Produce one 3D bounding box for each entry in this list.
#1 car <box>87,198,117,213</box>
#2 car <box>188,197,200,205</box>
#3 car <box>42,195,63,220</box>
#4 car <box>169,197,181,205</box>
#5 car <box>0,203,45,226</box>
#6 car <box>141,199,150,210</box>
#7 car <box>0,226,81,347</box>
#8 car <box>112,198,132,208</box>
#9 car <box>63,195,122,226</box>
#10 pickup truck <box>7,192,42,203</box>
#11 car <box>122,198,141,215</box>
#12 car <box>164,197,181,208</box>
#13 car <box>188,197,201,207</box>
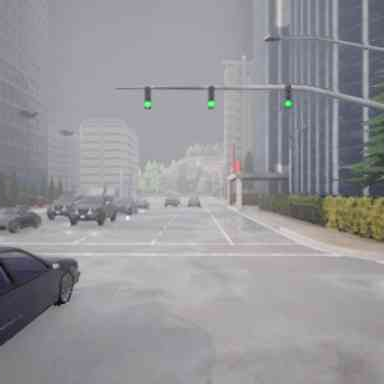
[{"bbox_3d":[-10.338,1.531,38.749,2.128,1.511,4.902,0,0,1],"label":"car"},{"bbox_3d":[0.424,1.608,60.660,2.033,1.411,5.357,0,0,1],"label":"car"},{"bbox_3d":[-10.467,1.251,28.802,2.150,2.045,5.566,0,0,1],"label":"car"},{"bbox_3d":[-3.076,1.587,60.679,1.812,1.442,4.674,0,0,1],"label":"car"},{"bbox_3d":[-10.562,1.584,19.467,1.994,1.385,4.181,0,0,1],"label":"car"},{"bbox_3d":[-6.735,1.608,44.023,1.994,1.385,4.181,0,0,1],"label":"car"},{"bbox_3d":[-3.403,1.553,5.009,2.033,1.411,5.357,0,0,0],"label":"car"},{"bbox_3d":[-10.189,1.613,48.728,1.994,1.385,4.181,0,0,1],"label":"car"},{"bbox_3d":[-7.023,1.246,24.228,2.150,2.045,5.566,0,0,1],"label":"car"},{"bbox_3d":[-23.339,1.106,45.685,2.390,2.098,6.274,0,0,31],"label":"pickup truck"},{"bbox_3d":[-6.909,1.387,33.978,2.097,1.767,4.553,0,0,1],"label":"car"},{"bbox_3d":[-3.163,1.556,50.510,1.837,1.490,4.892,0,0,1],"label":"car"},{"bbox_3d":[0.338,1.615,50.884,1.994,1.385,4.181,0,0,1],"label":"car"}]
